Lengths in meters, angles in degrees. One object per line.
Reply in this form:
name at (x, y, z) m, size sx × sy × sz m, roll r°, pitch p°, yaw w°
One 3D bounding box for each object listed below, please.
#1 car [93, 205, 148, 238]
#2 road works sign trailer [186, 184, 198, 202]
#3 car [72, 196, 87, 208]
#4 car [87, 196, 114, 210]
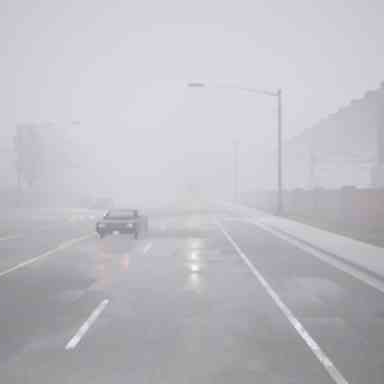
car at (-3.396, 1.525, 17.099) m, size 1.895 × 1.301 × 4.718 m, roll 0°, pitch 0°, yaw 0°
road works sign trailer at (0.019, 0.161, 64.669) m, size 2.380 × 3.560 × 2.880 m, roll 0°, pitch 0°, yaw 0°
car at (-14.059, 1.293, 43.287) m, size 2.128 × 1.511 × 4.902 m, roll 0°, pitch 0°, yaw 0°
car at (-10.573, 1.320, 39.631) m, size 1.837 × 1.490 × 4.892 m, roll 0°, pitch 1°, yaw 0°
